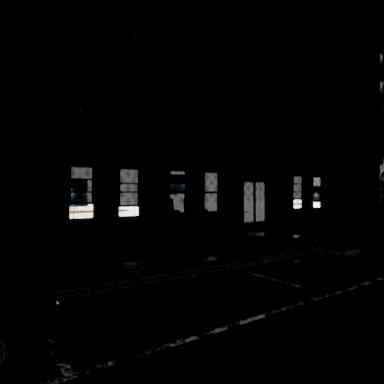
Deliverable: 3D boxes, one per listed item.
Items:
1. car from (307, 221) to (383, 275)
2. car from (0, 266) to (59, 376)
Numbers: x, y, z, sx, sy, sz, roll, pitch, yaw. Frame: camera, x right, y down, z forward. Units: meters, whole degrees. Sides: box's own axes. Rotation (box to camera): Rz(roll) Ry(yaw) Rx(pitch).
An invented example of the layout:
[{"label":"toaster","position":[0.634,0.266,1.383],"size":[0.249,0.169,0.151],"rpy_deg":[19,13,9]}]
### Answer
[{"label":"car","position":[5.381,1.580,10.402],"size":[4.206,1.307,1.802],"rpy_deg":[0,0,-36]},{"label":"car","position":[-3.886,1.551,3.789],"size":[4.403,1.369,2.008],"rpy_deg":[0,0,-36]}]
